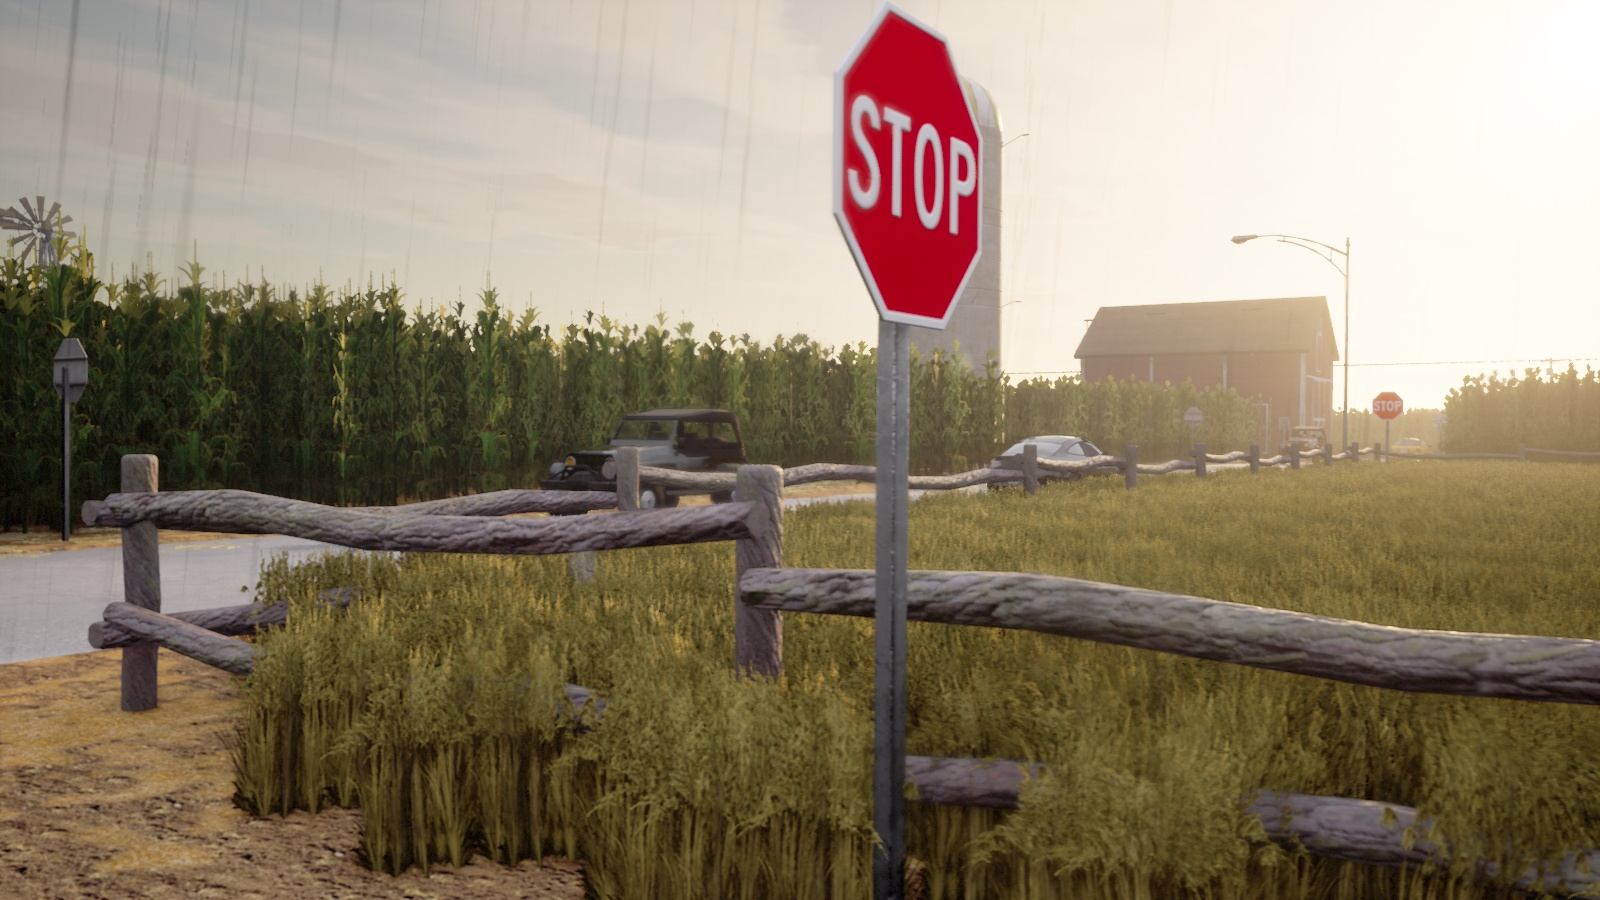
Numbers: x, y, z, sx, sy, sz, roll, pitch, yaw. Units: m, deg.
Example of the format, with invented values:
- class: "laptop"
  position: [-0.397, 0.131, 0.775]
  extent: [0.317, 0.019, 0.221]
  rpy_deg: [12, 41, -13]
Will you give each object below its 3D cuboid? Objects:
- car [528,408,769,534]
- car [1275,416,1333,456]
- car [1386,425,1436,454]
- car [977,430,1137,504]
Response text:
- class: "car"
  position: [-2.422, 0.282, 20.906]
  extent: [1.905, 1.878, 3.866]
  rpy_deg: [0, 1, 34]
- class: "car"
  position: [24.857, -0.678, 61.857]
  extent: [1.905, 1.878, 3.866]
  rpy_deg: [0, 0, 34]
- class: "car"
  position: [34.248, -0.614, 70.362]
  extent: [1.801, 1.575, 5.366]
  rpy_deg: [0, 1, 34]
- class: "car"
  position: [5.733, 0.319, 27.556]
  extent: [1.812, 1.442, 4.674]
  rpy_deg: [0, 1, 34]
